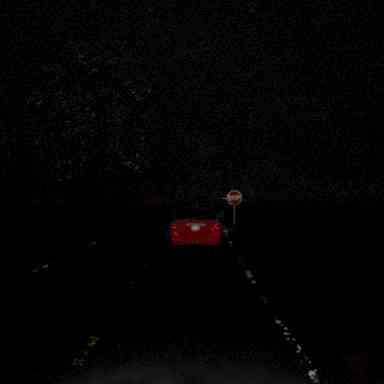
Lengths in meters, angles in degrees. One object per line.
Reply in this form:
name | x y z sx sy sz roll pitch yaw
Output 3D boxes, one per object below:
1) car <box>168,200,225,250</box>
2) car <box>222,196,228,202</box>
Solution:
car | 0.210 1.366 14.560 2.097 1.767 4.553 0 0 2
car | 7.031 1.480 66.605 2.128 1.511 4.902 0 0 13
